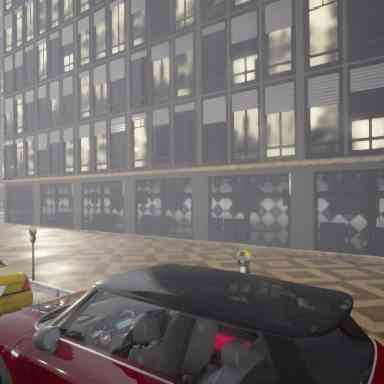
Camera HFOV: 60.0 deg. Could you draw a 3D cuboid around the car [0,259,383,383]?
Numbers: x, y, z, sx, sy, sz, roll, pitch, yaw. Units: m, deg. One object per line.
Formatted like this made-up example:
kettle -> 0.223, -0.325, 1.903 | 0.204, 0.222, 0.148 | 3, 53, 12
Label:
car -> -0.350, 1.441, 3.143 | 4.097, 1.590, 1.967 | 0, -1, 35
